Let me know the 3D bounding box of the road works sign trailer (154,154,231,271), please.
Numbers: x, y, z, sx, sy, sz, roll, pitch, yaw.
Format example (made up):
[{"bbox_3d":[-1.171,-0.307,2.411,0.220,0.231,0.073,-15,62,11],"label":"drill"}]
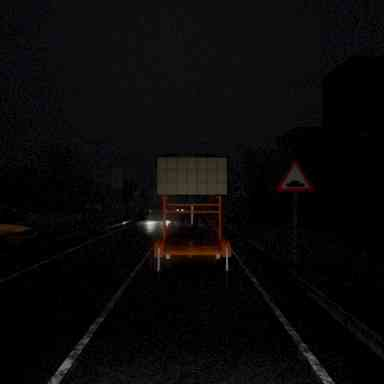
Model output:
[{"bbox_3d":[0.005,0.533,11.097,2.380,3.560,2.880,0,-1,-1],"label":"road works sign trailer"}]

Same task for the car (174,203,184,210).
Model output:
[{"bbox_3d":[-3.177,4.081,90.237,1.994,1.385,4.181,0,-2,0],"label":"car"}]

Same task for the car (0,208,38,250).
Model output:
[{"bbox_3d":[-9.394,1.586,14.012,5.366,1.575,1.946,0,-1,0],"label":"car"}]

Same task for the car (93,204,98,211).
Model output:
[{"bbox_3d":[-21.915,3.173,66.133,4.892,1.521,2.231,0,-2,0],"label":"car"}]

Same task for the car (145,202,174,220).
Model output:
[{"bbox_3d":[-3.365,2.015,34.971,2.097,1.767,4.553,0,-3,0],"label":"car"}]

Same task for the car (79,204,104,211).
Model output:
[{"bbox_3d":[-21.903,3.425,72.550,4.674,1.452,2.002,0,-2,0],"label":"car"}]

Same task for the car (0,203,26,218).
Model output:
[{"bbox_3d":[-22.018,2.127,38.541,4.553,1.767,2.185,0,-2,0],"label":"car"}]

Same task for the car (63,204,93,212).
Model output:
[{"bbox_3d":[-21.926,3.103,62.857,4.674,1.452,2.002,0,-2,0],"label":"car"}]

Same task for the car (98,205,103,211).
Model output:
[{"bbox_3d":[-21.919,3.280,69.404,5.008,1.535,2.097,0,-2,0],"label":"car"}]

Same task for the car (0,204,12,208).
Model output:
[{"bbox_3d":[-21.953,2.189,35.367,4.674,1.452,2.002,0,-2,0],"label":"car"}]
